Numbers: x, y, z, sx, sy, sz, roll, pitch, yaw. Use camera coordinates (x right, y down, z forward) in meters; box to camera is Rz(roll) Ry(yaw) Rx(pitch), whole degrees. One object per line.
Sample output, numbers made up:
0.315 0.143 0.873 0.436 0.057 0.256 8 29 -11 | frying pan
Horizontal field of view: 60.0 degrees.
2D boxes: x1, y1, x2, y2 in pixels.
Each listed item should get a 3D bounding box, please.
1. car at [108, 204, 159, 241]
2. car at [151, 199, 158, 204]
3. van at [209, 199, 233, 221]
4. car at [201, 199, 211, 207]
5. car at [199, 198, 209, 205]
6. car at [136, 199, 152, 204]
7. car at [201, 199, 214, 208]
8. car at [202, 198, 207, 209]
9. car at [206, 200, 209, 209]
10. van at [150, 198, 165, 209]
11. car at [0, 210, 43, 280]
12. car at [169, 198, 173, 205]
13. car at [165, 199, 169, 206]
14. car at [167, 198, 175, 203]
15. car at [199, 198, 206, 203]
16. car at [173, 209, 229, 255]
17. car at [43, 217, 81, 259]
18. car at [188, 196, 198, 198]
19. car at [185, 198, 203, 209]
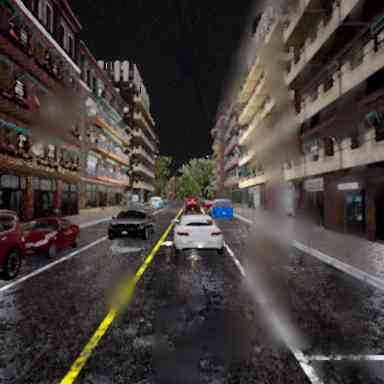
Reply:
-3.100 1.616 17.793 1.882 1.535 5.008 0 0 0 | car
-5.678 1.883 40.914 1.947 1.339 4.313 1 0 0 | car
2.708 1.572 29.734 1.690 1.788 3.998 1 0 0 | van
2.671 2.072 63.158 1.802 1.307 4.206 1 0 0 | car
2.672 2.127 74.300 2.008 1.369 4.403 1 0 0 | car
-5.677 1.798 35.173 1.752 1.417 4.829 1 0 0 | car
2.671 2.013 57.587 1.947 1.339 4.313 1 0 0 | car
2.683 1.905 46.445 1.887 1.381 4.507 1 0 0 | car
2.710 1.801 35.474 1.752 1.417 4.829 1 0 0 | car
-5.674 1.745 52.058 1.690 1.788 3.998 1 0 0 | van
-5.676 1.374 7.490 2.192 1.841 5.009 1 0 0 | car
-5.676 2.084 68.769 2.008 1.369 4.403 1 0 0 | car
-5.676 1.998 57.626 2.008 1.369 4.403 1 0 0 | car
-5.763 2.292 91.456 1.802 1.307 4.206 1 0 0 | car
2.843 2.257 91.013 2.008 1.369 4.403 1 0 0 | car
0.193 1.633 13.785 1.812 1.442 4.674 0 0 -2 | car
-5.679 1.684 13.060 1.802 1.307 4.206 1 0 0 | car
0.104 1.675 58.813 2.150 2.045 5.566 0 -1 0 | car
0.103 1.848 41.592 1.812 1.442 4.674 0 -1 0 | car
